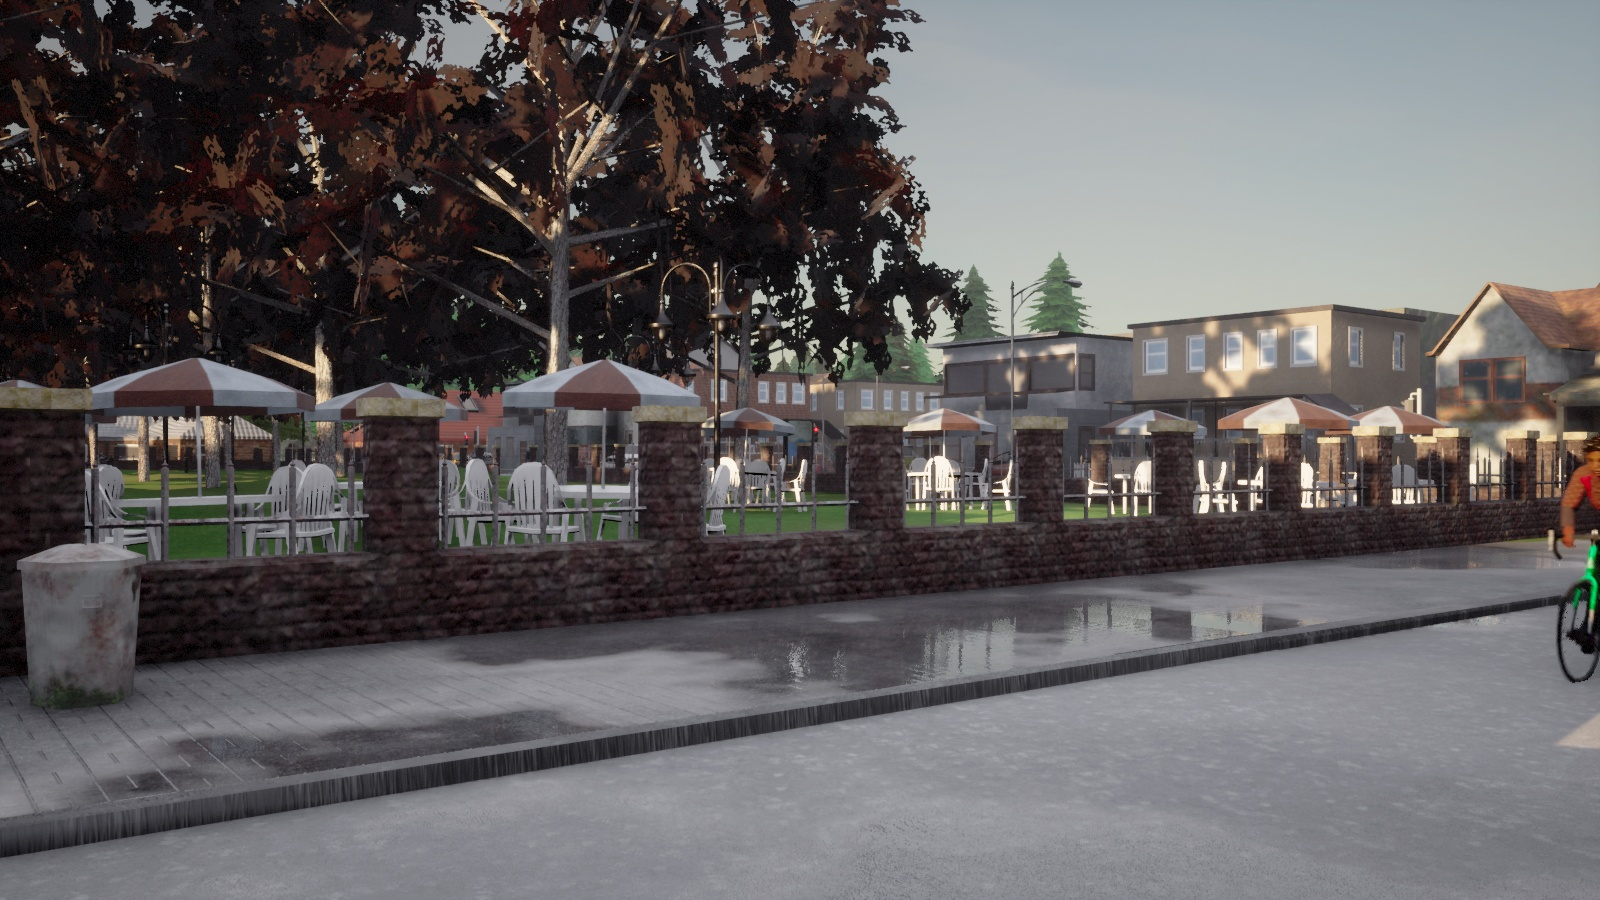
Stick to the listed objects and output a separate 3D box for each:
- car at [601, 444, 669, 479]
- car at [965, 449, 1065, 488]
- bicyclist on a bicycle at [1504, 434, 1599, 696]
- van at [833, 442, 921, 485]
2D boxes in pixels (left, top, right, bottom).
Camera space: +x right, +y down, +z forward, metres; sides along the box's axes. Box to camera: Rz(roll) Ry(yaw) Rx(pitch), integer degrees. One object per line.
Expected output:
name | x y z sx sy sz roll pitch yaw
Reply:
car | -9.837 0.669 75.451 2.150 2.045 5.566 0 0 14
car | 9.083 0.754 53.352 1.851 1.617 3.988 0 0 -37
bicyclist on a bicycle | 5.441 0.707 8.479 1.656 1.620 0.582 0 0 -37
van | 3.654 0.638 60.519 1.775 1.987 4.442 0 0 -37
